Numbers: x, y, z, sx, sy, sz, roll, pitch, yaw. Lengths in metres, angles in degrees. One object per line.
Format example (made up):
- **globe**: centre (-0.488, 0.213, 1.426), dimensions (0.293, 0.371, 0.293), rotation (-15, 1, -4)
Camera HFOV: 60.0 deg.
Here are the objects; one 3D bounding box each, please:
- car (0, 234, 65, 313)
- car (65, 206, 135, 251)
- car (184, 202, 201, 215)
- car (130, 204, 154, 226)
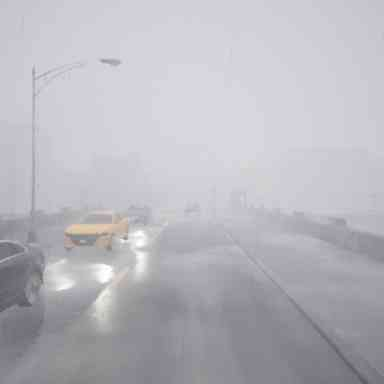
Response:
- **car**: centre (-4.100, 1.536, 5.355), dimensions (2.128, 1.511, 4.902), rotation (0, -1, 0)
- **car**: centre (-4.092, 1.598, 14.992), dimensions (1.882, 1.535, 5.008), rotation (0, 0, 0)
- **car**: centre (0.095, 1.856, 38.875), dimensions (2.033, 1.411, 5.357), rotation (0, 0, 0)
- **car**: centre (-4.060, 1.693, 25.261), dimensions (2.128, 1.511, 4.902), rotation (0, 0, 0)
